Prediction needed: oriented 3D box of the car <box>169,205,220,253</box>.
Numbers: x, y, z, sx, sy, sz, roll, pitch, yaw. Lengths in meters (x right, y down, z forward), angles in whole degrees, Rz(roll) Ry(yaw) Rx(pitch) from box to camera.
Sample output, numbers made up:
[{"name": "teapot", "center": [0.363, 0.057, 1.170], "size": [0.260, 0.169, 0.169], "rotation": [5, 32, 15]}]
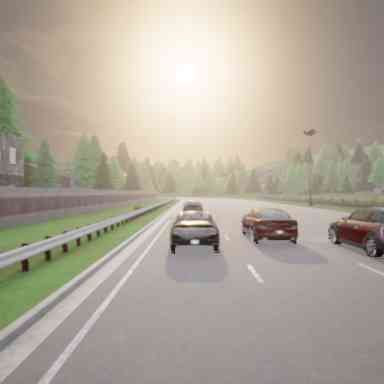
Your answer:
[{"name": "car", "center": [0.099, 1.510, 13.861], "size": [2.128, 1.511, 4.902], "rotation": [0, 0, 0]}]

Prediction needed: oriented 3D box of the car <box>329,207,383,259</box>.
[{"name": "car", "center": [7.099, 1.369, 12.888], "size": [2.097, 1.767, 4.553], "rotation": [0, 0, 0]}]

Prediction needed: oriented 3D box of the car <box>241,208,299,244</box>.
[{"name": "car", "center": [3.597, 1.499, 16.103], "size": [1.882, 1.535, 5.008], "rotation": [0, 0, 0]}]

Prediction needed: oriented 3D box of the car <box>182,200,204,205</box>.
[{"name": "car", "center": [0.093, 1.547, 32.247], "size": [1.837, 1.490, 4.892], "rotation": [0, 0, 0]}]
